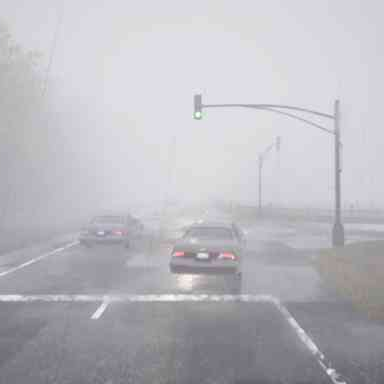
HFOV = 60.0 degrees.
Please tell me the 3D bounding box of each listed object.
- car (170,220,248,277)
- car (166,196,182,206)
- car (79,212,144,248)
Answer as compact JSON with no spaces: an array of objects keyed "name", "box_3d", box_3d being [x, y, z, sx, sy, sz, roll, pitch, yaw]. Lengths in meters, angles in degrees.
[{"name":"car","box_3d":[0.714,1.577,10.447,2.033,1.411,5.357,0,0,10]},{"name":"car","box_3d":[-3.391,1.505,57.743,2.097,1.767,4.553,0,0,0]},{"name":"car","box_3d":[-3.400,1.590,14.939,2.033,1.411,5.357,0,0,0]}]
